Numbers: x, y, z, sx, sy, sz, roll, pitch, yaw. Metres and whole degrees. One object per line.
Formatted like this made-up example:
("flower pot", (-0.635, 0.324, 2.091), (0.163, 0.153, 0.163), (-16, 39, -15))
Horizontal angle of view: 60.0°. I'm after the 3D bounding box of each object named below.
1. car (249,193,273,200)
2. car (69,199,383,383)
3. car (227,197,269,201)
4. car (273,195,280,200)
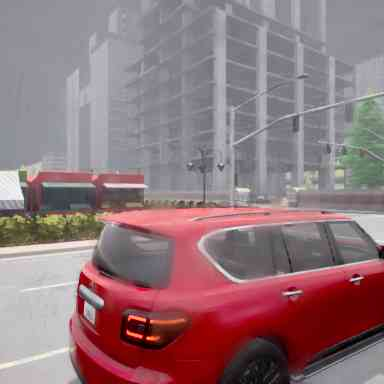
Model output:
("car", (11.674, 1.114, 58.169), (1.905, 1.878, 3.866), (0, 0, -36))
("car", (1.232, 1.221, 4.664), (5.566, 2.045, 2.150), (0, 0, -35))
("car", (3.876, 1.422, 28.558), (1.882, 1.535, 5.008), (0, 0, -36))
("car", (14.066, 1.114, 59.881), (1.905, 1.878, 3.866), (0, 0, -36))
